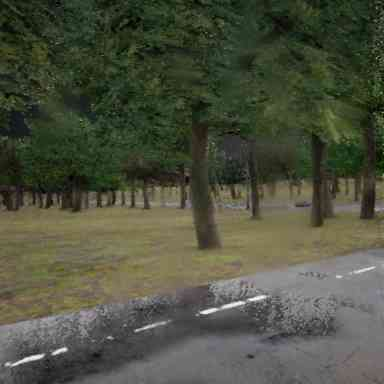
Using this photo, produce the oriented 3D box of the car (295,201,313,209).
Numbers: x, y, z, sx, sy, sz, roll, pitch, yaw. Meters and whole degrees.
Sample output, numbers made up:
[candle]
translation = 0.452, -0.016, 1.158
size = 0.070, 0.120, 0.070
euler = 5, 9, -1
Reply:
[car]
translation = 22.382, 2.473, 64.425
size = 1.837, 1.490, 4.892
euler = -4, 1, -36
